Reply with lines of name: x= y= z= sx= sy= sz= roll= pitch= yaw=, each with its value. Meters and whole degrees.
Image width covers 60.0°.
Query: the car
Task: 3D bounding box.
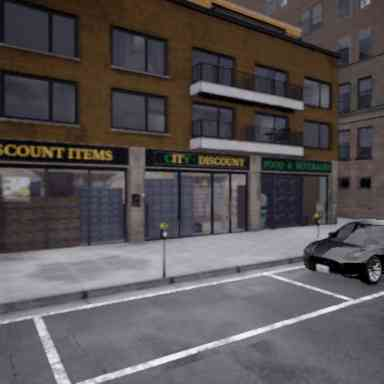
car: x=4.992 y=1.455 z=9.146 sx=4.313 sy=1.339 sz=1.947 roll=0 pitch=1 yaw=-32
